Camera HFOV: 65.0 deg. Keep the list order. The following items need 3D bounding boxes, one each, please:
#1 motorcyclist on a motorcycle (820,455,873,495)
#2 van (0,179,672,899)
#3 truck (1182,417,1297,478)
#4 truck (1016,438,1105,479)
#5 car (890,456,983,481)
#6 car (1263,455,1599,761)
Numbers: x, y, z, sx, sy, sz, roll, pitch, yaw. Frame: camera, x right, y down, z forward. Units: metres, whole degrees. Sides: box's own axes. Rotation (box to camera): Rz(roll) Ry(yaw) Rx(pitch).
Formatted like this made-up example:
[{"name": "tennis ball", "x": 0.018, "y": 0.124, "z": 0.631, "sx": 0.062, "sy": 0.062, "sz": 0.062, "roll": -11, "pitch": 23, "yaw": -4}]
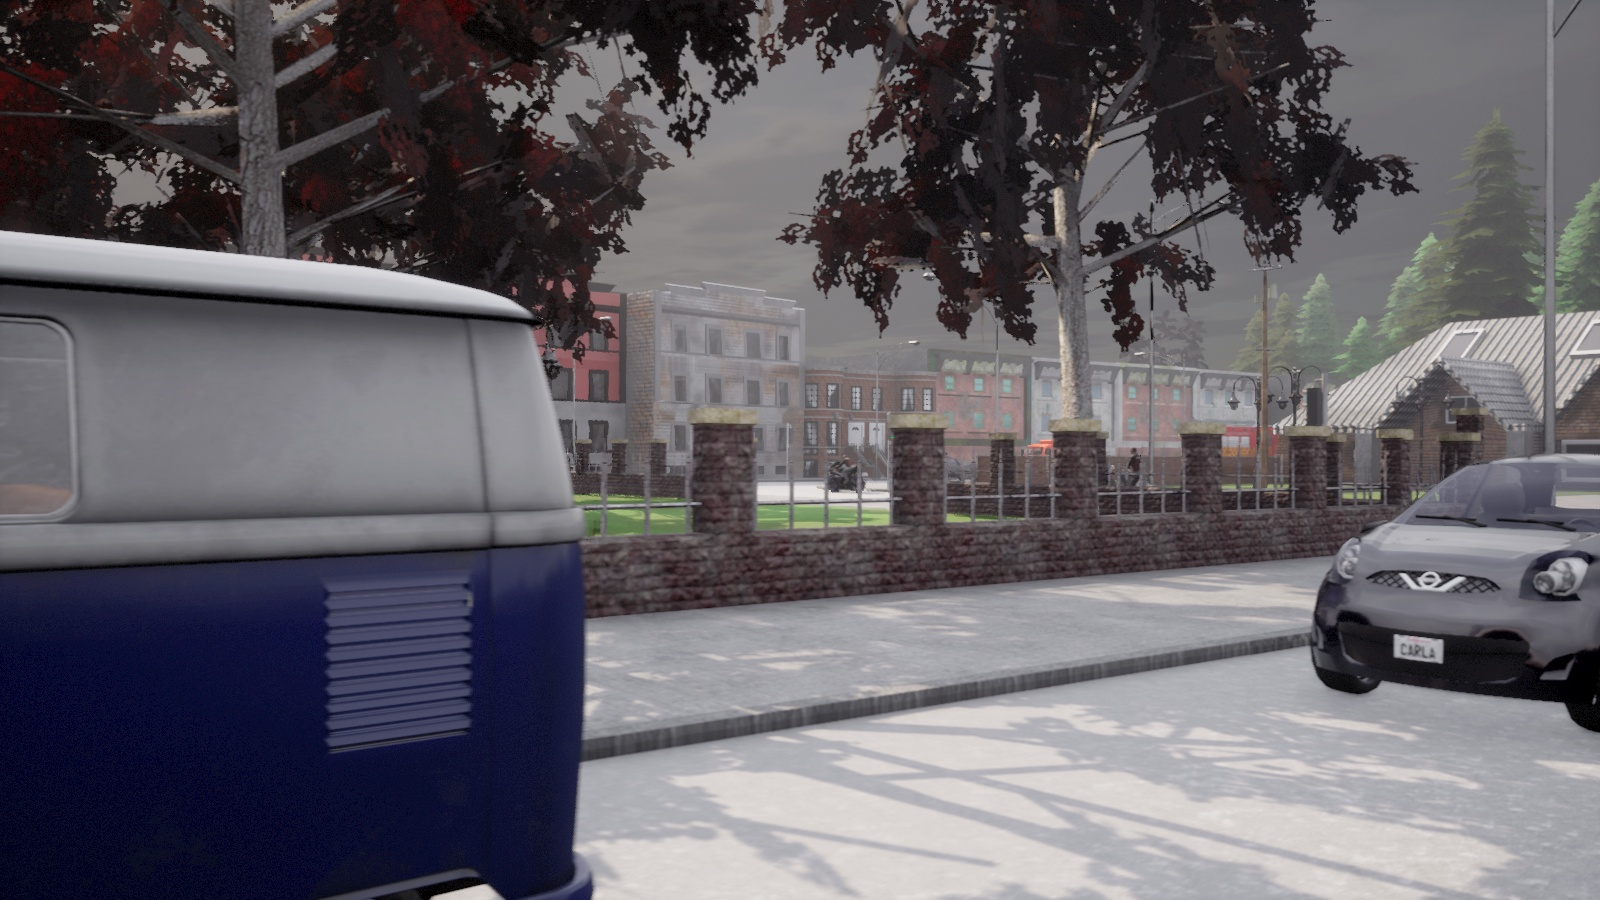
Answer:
[{"name": "motorcyclist on a motorcycle", "x": 1.802, "y": 0.950, "z": 49.183, "sx": 0.866, "sy": 1.530, "sz": 2.191, "roll": 0, "pitch": 0, "yaw": -37}, {"name": "van", "x": -2.604, "y": 0.508, "z": 2.444, "sx": 4.442, "sy": 1.987, "sz": 1.775, "roll": 0, "pitch": 0, "yaw": -39}, {"name": "truck", "x": 29.062, "y": -0.154, "z": 82.871, "sx": 8.468, "sy": 3.827, "sz": 2.891, "roll": 0, "pitch": 0, "yaw": -37}, {"name": "truck", "x": 16.251, "y": 0.519, "z": 78.269, "sx": 5.204, "sy": 2.467, "sz": 2.627, "roll": 0, "pitch": 0, "yaw": -37}, {"name": "car", "x": 7.836, "y": 1.038, "z": 71.939, "sx": 5.357, "sy": 1.411, "sz": 2.033, "roll": 0, "pitch": 0, "yaw": -37}, {"name": "car", "x": 4.787, "y": 0.783, "z": 8.008, "sx": 3.633, "sy": 1.501, "sz": 1.845, "roll": 0, "pitch": 0, "yaw": -39}]
